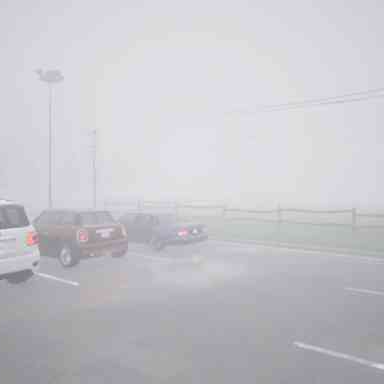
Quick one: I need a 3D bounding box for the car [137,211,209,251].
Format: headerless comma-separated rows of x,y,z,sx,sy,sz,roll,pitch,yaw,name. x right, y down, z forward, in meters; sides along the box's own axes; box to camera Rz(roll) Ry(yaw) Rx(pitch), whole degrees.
-1.916,1.506,13.909,5.357,1.411,2.033,0,0,36,car

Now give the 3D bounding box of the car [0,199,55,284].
-6.020,1.180,8.236,5.566,2.045,2.150,0,0,36,car

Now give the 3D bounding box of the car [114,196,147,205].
-9.197,1.314,52.155,1.882,1.535,5.008,0,0,36,car

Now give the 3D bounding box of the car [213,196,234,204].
5.717,1.470,60.653,1.895,1.301,4.718,0,0,37,car

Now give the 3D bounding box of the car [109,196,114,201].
-11.079,1.385,55.492,1.994,1.385,4.181,0,0,36,car

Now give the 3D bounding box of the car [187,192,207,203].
0.778,1.060,65.693,2.150,2.045,5.566,0,0,37,car

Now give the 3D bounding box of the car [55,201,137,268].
-4.351,1.309,11.349,4.553,1.767,2.097,0,0,36,car

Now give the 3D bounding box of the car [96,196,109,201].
-14.141,1.407,57.225,1.895,1.301,4.718,0,0,37,car

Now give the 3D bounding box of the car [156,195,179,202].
-5.022,1.333,69.578,2.128,1.511,4.902,0,0,36,car

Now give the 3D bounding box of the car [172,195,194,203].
-1.832,1.324,68.022,1.837,1.490,4.892,0,1,36,car

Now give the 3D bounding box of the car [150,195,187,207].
-3.595,1.415,47.972,2.033,1.411,5.357,0,0,36,car
